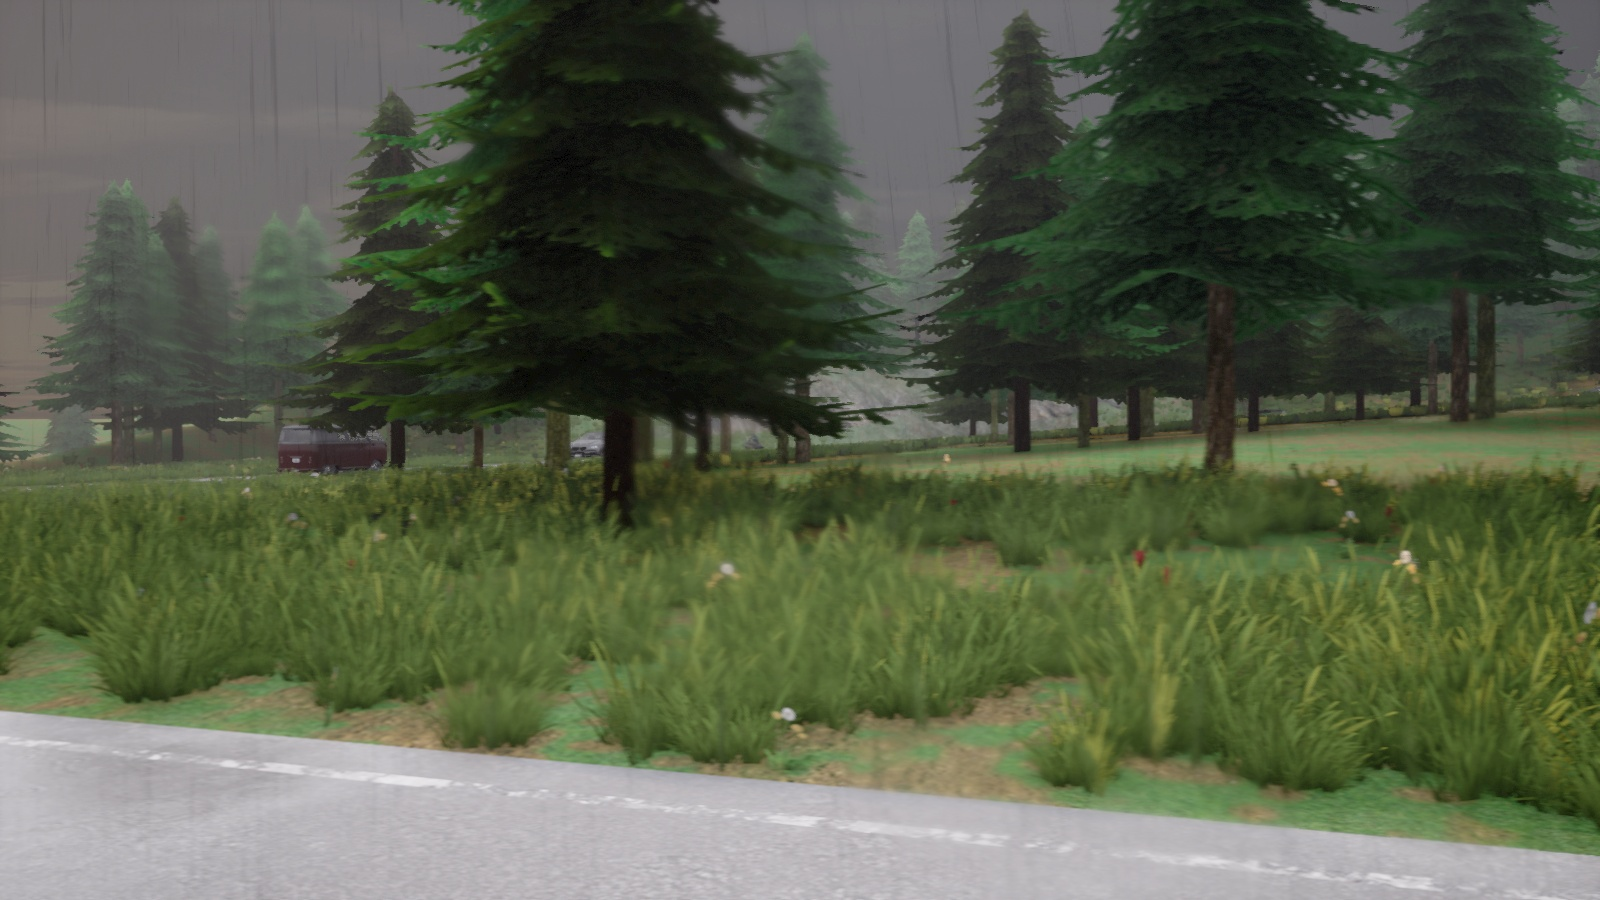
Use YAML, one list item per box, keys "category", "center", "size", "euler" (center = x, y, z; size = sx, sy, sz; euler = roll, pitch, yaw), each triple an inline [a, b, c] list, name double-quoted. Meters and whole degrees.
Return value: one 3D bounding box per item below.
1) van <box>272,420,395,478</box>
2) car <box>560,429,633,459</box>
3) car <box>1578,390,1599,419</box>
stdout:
- category: "van"
  center: [-16.773, -0.070, 45.359]
  size: [1.775, 1.987, 4.442]
  euler: [1, 1, 18]
- category: "car"
  center: [-11.555, -0.381, 71.707]
  size: [2.242, 1.667, 4.611]
  euler: [1, 1, 19]
- category: "car"
  center: [45.620, -2.683, 68.678]
  size: [4.892, 1.490, 1.837]
  euler: [-6, -4, 41]
